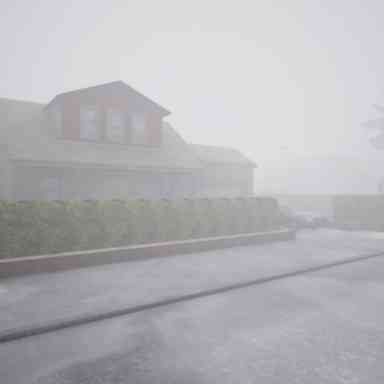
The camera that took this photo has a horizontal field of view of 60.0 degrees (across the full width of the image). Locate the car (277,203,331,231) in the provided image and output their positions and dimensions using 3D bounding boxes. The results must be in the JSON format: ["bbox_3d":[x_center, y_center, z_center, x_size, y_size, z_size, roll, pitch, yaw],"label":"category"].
[{"bbox_3d":[5.107,1.343,19.042,2.033,1.415,5.357,0,0,-33],"label":"car"}]
